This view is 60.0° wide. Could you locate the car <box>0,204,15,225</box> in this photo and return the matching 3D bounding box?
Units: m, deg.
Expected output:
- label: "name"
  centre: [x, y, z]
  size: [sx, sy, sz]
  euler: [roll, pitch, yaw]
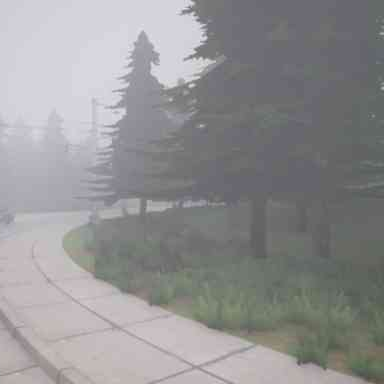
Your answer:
- label: "car"
  centre: [-13.429, 1.490, 22.862]
  size: [1.994, 1.385, 4.181]
  euler: [0, 0, -26]
